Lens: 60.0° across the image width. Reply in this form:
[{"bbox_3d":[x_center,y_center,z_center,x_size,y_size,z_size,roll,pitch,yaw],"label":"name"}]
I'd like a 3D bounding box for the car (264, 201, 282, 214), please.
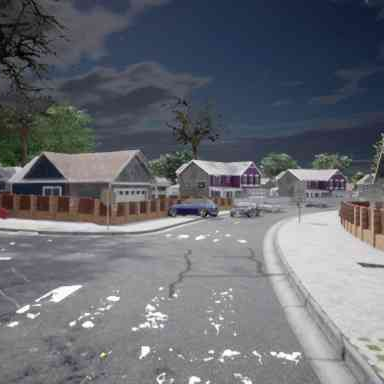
[{"bbox_3d":[8.714,1.735,38.164,1.895,1.301,4.718,0,0,32],"label":"car"}]

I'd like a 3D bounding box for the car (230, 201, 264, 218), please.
[{"bbox_3d":[5.136,1.613,31.745,1.812,1.442,4.674,0,0,27],"label":"car"}]

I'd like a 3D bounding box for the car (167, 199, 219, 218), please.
[{"bbox_3d":[0.022,1.374,29.557,4.553,1.767,2.097,-1,-1,30],"label":"car"}]

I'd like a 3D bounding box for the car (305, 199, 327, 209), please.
[{"bbox_3d":[19.225,1.829,51.471,4.181,1.385,1.994,1,0,-44],"label":"car"}]
